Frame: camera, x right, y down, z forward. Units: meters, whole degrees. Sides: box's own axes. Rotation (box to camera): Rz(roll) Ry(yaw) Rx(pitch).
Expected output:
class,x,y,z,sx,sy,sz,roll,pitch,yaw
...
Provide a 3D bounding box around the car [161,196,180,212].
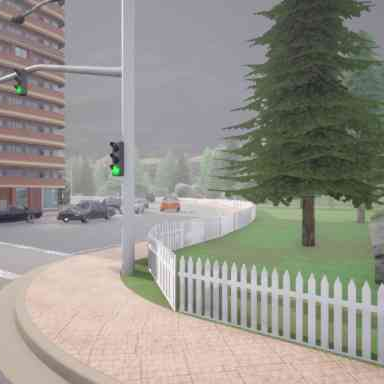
class,x,y,z,sx,sy,sz,roll,pitch,yaw
car,-2.480,1.296,38.760,2.097,1.767,4.553,0,0,-1

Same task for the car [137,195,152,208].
class,x,y,z,sx,sy,sz,roll,pitch,yaw
car,-6.943,1.470,44.943,1.812,1.442,4.674,0,0,-13

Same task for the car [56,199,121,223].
class,x,y,z,sx,sy,sz,roll,pitch,yaw
car,-7.822,1.492,25.309,2.033,1.411,5.357,0,0,17

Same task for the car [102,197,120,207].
class,x,y,z,sx,sy,sz,roll,pitch,yaw
car,-12.664,1.508,51.592,1.994,1.385,4.181,0,0,-24

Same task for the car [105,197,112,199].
class,x,y,z,sx,sy,sz,roll,pitch,yaw
car,-9.904,1.492,31.861,2.033,1.411,5.357,0,0,8

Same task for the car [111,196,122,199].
class,x,y,z,sx,sy,sz,roll,pitch,yaw
car,-9.813,1.492,41.935,2.033,1.411,5.357,0,0,-7

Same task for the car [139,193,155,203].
class,x,y,z,sx,sy,sz,roll,pitch,yaw
car,-9.593,1.166,66.456,2.150,2.045,5.566,0,0,-40

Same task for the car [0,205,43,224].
class,x,y,z,sx,sy,sz,roll,pitch,yaw
car,-12.708,1.545,22.629,1.895,1.301,4.718,0,0,23

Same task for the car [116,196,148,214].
class,x,y,z,sx,sy,sz,roll,pitch,yaw
car,-6.189,1.470,34.752,1.812,1.442,4.674,0,0,3
